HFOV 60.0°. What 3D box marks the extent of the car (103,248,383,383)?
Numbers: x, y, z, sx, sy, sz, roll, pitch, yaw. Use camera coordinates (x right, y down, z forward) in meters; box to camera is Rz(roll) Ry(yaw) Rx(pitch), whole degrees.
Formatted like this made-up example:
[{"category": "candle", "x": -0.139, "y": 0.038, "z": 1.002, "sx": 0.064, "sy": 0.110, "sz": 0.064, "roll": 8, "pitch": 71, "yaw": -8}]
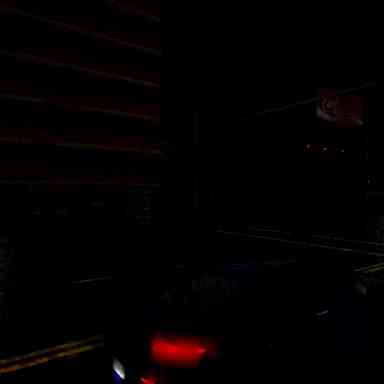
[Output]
[{"category": "car", "x": 1.162, "y": 1.526, "z": 4.570, "sx": 4.674, "sy": 1.442, "sz": 1.812, "roll": 0, "pitch": 0, "yaw": -36}]
